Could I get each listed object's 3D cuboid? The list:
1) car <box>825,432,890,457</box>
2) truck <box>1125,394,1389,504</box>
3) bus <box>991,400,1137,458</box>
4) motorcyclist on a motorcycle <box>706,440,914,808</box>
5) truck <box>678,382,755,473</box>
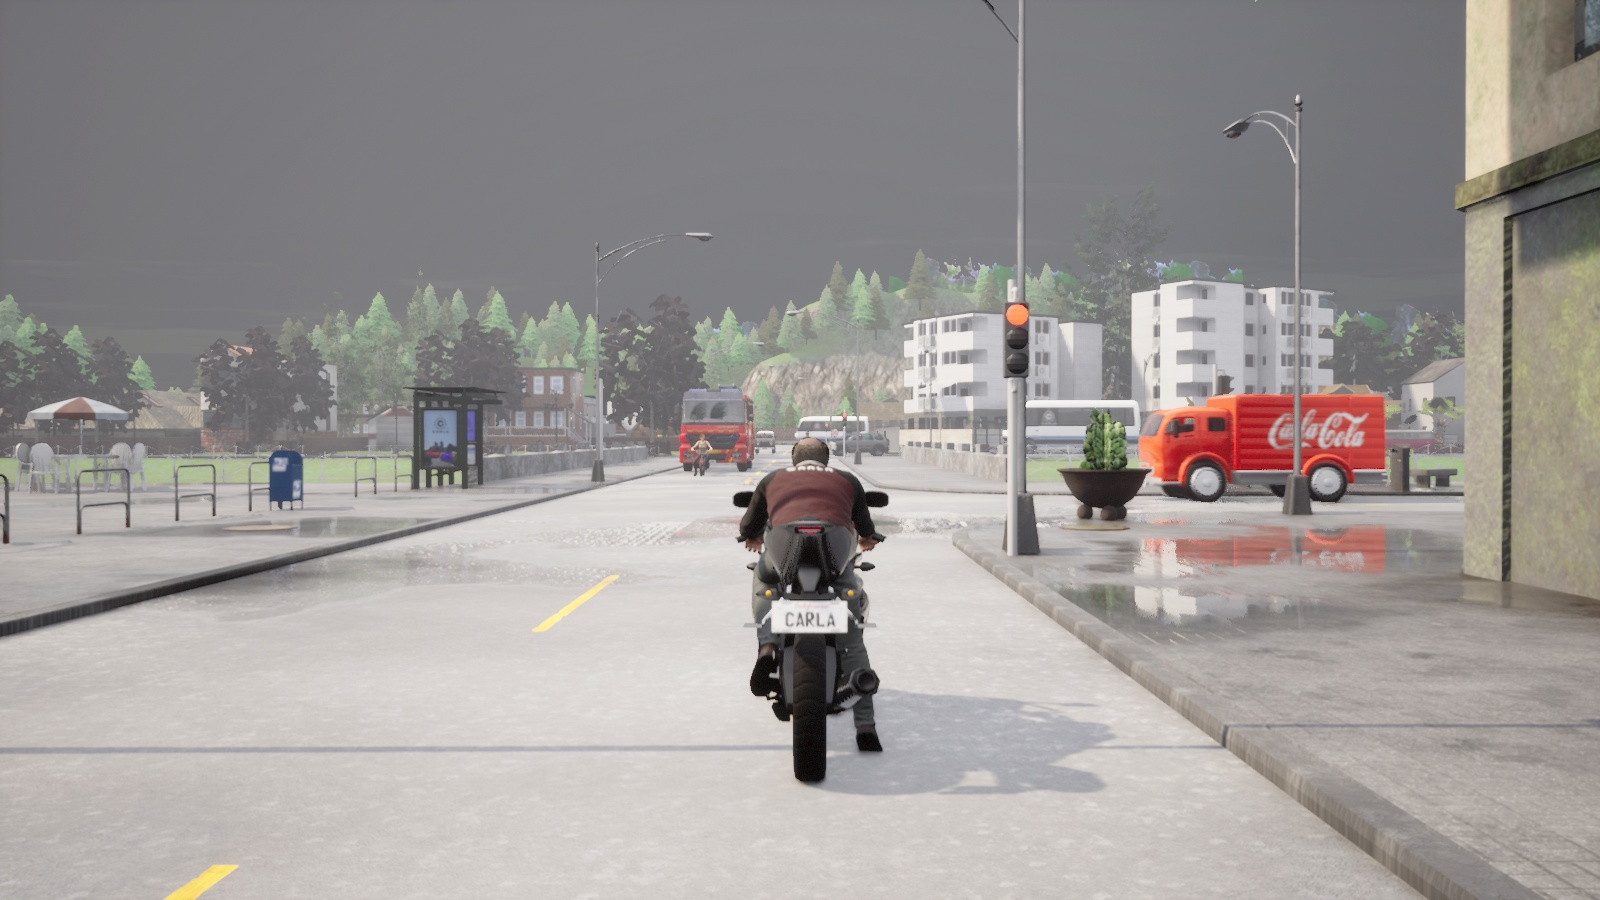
[{"bbox_3d":[4.328,-0.397,94.782,4.605,1.855,1.932,0,0,-8],"label":"car"},{"bbox_3d":[10.560,-0.031,29.376,5.204,2.467,2.627,0,1,0],"label":"truck"},{"bbox_3d":[19.862,-1.581,95.044,10.273,4.253,3.944,0,1,0],"label":"bus"},{"bbox_3d":[0.052,0.716,6.328,0.866,1.530,2.191,0,1,1],"label":"motorcyclist on a motorcycle"},{"bbox_3d":[-3.660,-1.000,56.921,2.891,3.827,8.468,0,1,0],"label":"truck"}]
